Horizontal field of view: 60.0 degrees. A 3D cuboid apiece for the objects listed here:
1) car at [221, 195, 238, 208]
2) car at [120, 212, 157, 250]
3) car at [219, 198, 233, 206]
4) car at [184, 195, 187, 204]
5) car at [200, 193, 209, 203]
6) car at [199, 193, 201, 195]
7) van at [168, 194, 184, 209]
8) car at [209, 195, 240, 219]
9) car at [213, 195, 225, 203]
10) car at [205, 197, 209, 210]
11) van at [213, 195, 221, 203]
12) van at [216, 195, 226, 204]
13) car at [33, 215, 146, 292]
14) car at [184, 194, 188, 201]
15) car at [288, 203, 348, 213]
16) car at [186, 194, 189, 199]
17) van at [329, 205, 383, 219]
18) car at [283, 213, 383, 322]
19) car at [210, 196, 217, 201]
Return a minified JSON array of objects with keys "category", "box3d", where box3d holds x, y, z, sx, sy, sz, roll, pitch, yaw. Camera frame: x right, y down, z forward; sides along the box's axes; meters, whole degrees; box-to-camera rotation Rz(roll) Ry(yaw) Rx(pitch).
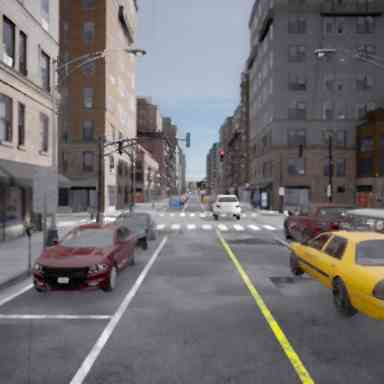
[{"category":"car","box3d":[5.782,1.459,51.819,2.192,1.841,5.009,0,0,0]},{"category":"car","box3d":[-2.557,1.583,14.501,1.947,1.339,4.313,0,0,0]},{"category":"car","box3d":[5.811,1.705,57.224,2.008,1.369,4.403,0,0,0]},{"category":"car","box3d":[-2.293,1.673,57.276,1.947,1.339,4.313,0,0,0]},{"category":"car","box3d":[3.204,1.637,71.220,1.882,1.535,5.008,0,0,0]},{"category":"car","box3d":[3.275,1.245,81.669,2.150,2.045,5.566,0,0,0]},{"category":"van","box3d":[-2.366,1.426,46.464,1.690,1.788,3.998,0,0,0]},{"category":"car","box3d":[2.965,1.298,29.646,2.150,2.045,5.566,0,0,1]},{"category":"car","box3d":[5.904,1.502,73.444,2.192,1.841,5.009,0,0,0]},{"category":"car","box3d":[3.031,1.655,42.138,2.033,1.411,5.357,0,0,1]},{"category":"van","box3d":[5.934,1.539,78.850,1.690,1.788,3.998,0,0,0]},{"category":"van","box3d":[5.873,1.518,68.037,1.690,1.788,3.998,0,0,0]},{"category":"car","box3d":[-2.593,1.550,8.990,1.887,1.381,4.507,0,0,0]},{"category":"car","box3d":[-2.256,1.663,62.682,1.887,1.381,4.507,0,0,0]},{"category":"car","box3d":[5.469,1.380,14.449,2.192,1.841,5.009,0,0,0]},{"category":"car","box3d":[-2.147,1.676,78.732,1.752,1.417,4.829,0,0,0]},{"category":"van","box3d":[5.433,1.394,8.937,1.690,1.788,3.998,0,0,0]},{"category":"car","box3d":[3.610,1.494,7.466,1.801,1.575,5.366,0,0,0]},{"category":"car","box3d":[6.026,1.756,95.237,1.752,1.417,4.829,0,0,0]}]
